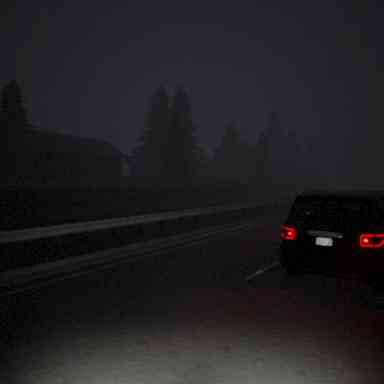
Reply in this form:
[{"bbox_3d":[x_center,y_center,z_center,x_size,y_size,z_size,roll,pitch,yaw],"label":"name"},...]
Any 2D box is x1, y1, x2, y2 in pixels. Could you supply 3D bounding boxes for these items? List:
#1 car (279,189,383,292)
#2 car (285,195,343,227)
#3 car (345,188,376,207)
[{"bbox_3d":[4.095,0.955,8.541,2.150,2.045,5.566,1,3,36],"label":"car"},{"bbox_3d":[6.940,0.979,18.656,1.994,1.385,4.181,1,2,35],"label":"car"},{"bbox_3d":[16.302,0.478,32.024,1.882,1.535,5.008,1,2,35],"label":"car"}]
